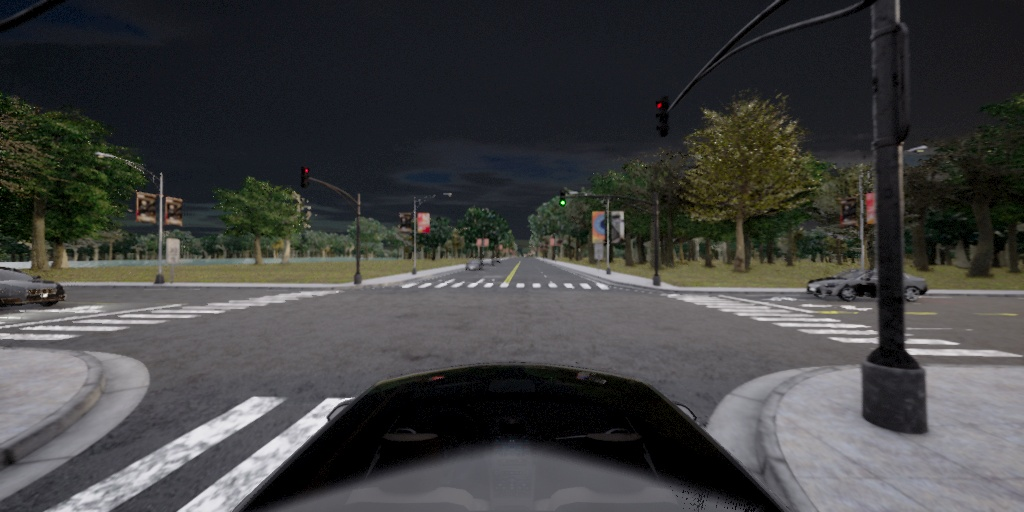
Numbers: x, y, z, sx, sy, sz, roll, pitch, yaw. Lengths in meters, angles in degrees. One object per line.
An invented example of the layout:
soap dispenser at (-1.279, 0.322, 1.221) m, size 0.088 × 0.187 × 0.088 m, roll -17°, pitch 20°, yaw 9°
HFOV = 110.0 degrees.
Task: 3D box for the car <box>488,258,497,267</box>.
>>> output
car at (-4.046, 1.140, 61.248) m, size 1.812 × 1.442 × 4.674 m, roll 0°, pitch 1°, yaw 2°

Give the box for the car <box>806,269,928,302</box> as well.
car at (17.482, 1.414, 17.833) m, size 4.902 × 1.511 × 2.128 m, roll 0°, pitch -1°, yaw 2°

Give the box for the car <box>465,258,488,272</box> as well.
car at (-4.634, 1.173, 44.546) m, size 2.128 × 1.511 × 4.902 m, roll 0°, pitch 1°, yaw 2°

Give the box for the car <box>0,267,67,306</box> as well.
car at (-18.849, 1.113, 12.704) m, size 4.892 × 1.490 × 1.837 m, roll 1°, pitch -1°, yaw 2°
